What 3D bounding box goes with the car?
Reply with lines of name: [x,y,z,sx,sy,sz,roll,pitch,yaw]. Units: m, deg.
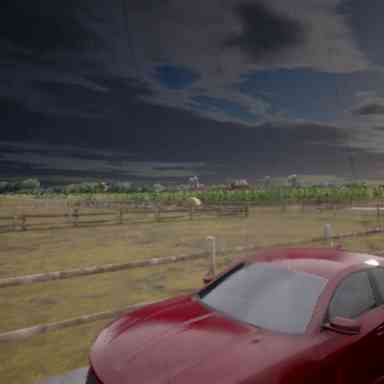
car: [1.307,1.475,4.003,5.008,1.535,1.882,0,0,-36]
